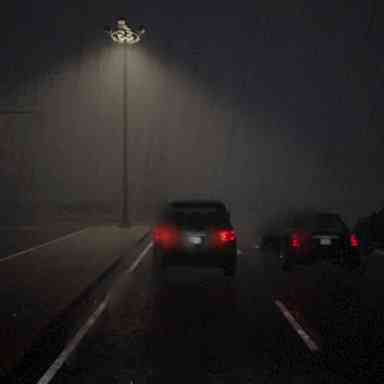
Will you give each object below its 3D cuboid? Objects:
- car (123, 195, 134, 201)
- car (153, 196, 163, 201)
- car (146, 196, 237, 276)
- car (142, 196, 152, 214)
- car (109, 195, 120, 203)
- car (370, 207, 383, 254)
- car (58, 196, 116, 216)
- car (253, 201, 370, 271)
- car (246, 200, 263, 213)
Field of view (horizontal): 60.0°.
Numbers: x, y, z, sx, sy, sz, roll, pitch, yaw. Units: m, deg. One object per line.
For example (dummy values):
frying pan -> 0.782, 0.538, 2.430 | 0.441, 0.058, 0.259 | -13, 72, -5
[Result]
car -> -15.030, 1.465, 78.615 | 1.994, 1.385, 4.181 | 0, 0, 0
car -> -8.030, 1.508, 78.245 | 1.895, 1.301, 4.718 | 0, 0, 0
car -> 0.075, 1.210, 10.444 | 2.150, 2.045, 5.566 | 0, 0, 0
car -> -2.779, 1.468, 33.133 | 4.892, 1.490, 1.837 | 0, -2, 33
car -> -15.051, 1.282, 62.976 | 2.097, 1.767, 4.553 | 0, 0, 1
car -> 7.073, 1.211, 10.134 | 2.150, 2.045, 5.566 | 0, 0, 0
car -> -10.143, 1.442, 31.438 | 5.008, 1.535, 1.882 | 0, -1, 11
car -> 3.575, 1.339, 11.011 | 2.097, 1.767, 4.553 | 0, 0, 0
car -> 7.083, 1.523, 36.009 | 1.994, 1.385, 4.181 | 0, 0, 0
